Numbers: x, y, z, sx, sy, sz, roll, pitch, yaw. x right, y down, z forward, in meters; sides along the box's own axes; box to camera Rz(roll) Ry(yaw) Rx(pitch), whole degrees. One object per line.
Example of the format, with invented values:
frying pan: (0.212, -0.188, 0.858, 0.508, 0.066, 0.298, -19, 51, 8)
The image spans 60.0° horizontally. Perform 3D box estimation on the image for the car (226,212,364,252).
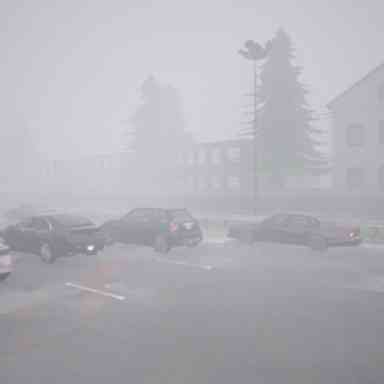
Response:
car: (4.149, 1.559, 13.931, 5.357, 1.411, 2.033, 0, 0, 36)

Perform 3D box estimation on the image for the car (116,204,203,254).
car: (-1.845, 1.374, 13.909, 4.553, 1.767, 2.097, 0, 0, 36)

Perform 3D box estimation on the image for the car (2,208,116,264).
car: (-5.196, 1.530, 12.001, 4.892, 1.490, 1.837, 0, 0, 36)

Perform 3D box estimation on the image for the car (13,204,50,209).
car: (-12.687, 1.605, 25.946, 5.357, 1.411, 2.033, 0, 0, 36)

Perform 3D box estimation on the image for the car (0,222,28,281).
car: (-6.403, 1.547, 8.564, 4.674, 1.442, 1.812, 0, 0, 36)
